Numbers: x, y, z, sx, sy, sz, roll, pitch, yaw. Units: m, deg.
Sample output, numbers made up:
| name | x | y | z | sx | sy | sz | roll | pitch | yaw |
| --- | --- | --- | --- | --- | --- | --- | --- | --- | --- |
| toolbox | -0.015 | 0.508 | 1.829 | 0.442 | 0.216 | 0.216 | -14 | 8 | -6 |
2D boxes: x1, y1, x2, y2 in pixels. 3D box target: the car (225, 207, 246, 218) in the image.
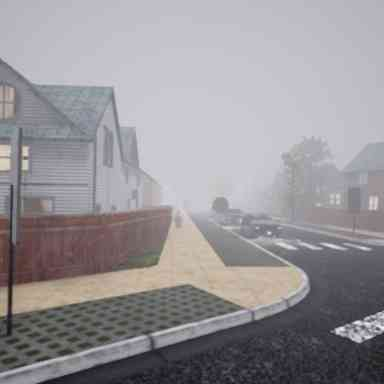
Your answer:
| name | x | y | z | sx | sy | sz | roll | pitch | yaw |
| --- | --- | --- | --- | --- | --- | --- | --- | --- | --- |
| car | 6.323 | 2.949 | 48.839 | 2.128 | 1.511 | 4.902 | 1 | -2 | -2 |

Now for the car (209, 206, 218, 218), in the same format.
| name | x | y | z | sx | sy | sz | roll | pitch | yaw |
| --- | --- | --- | --- | --- | --- | --- | --- | --- | --- |
| car | 3.523 | 2.651 | 45.471 | 2.097 | 1.767 | 4.553 | 1 | -2 | -2 |

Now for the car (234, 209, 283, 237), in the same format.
| name | x | y | z | sx | sy | sz | roll | pitch | yaw |
| --- | --- | --- | --- | --- | --- | --- | --- | --- | --- |
| car | 4.429 | 2.112 | 22.210 | 2.033 | 1.411 | 5.357 | 1 | -2 | -2 |

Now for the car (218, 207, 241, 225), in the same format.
| name | x | y | z | sx | sy | sz | roll | pitch | yaw |
| --- | --- | --- | --- | --- | --- | --- | --- | --- | --- |
| car | 4.024 | 2.392 | 32.457 | 1.837 | 1.490 | 4.892 | 1 | -2 | -2 |
